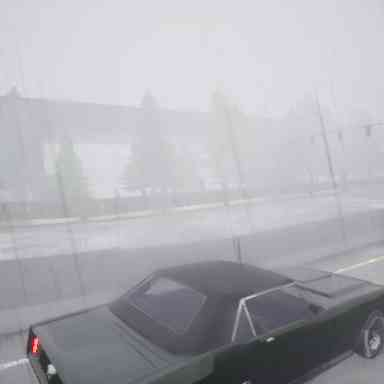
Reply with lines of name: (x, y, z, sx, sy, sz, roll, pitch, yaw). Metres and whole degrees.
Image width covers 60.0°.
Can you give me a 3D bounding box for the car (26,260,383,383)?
car: (0.646, 1.585, 4.216, 4.718, 1.301, 1.895, -1, 0, -36)
